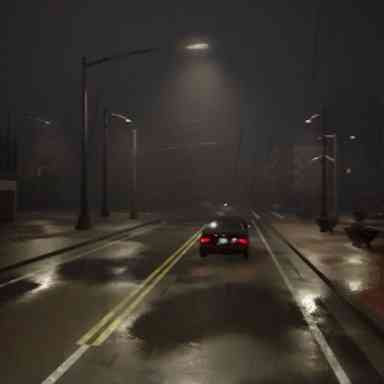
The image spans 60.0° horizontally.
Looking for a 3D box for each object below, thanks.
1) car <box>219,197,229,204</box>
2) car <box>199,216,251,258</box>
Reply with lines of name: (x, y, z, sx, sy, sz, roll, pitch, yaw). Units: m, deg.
car: (8.270, 2.441, 88.622, 1.895, 1.301, 4.718, 0, -1, 8)
car: (1.384, 1.677, 13.436, 2.033, 1.411, 5.357, 0, 0, 8)
